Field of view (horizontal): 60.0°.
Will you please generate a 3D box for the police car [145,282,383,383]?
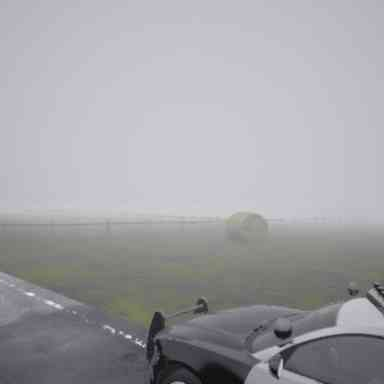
[{"bbox_3d":[1.661,1.605,2.799,5.238,1.638,1.930,-1,-4,42],"label":"police car"}]
